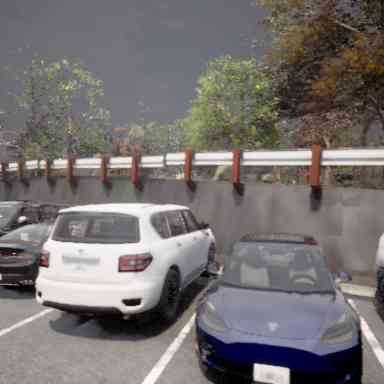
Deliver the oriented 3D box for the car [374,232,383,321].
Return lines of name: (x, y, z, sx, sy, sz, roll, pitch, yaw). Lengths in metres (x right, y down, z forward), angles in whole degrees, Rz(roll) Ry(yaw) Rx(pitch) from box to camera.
car: (3.933, 1.228, 4.021, 2.435, 2.045, 5.566, 0, -1, 16)

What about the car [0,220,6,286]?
car: (-3.452, 1.546, 9.314, 2.231, 1.521, 4.892, 0, -1, 16)

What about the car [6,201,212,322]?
car: (-0.969, 1.272, 7.595, 2.435, 2.045, 5.566, 0, -1, 15)

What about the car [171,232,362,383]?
car: (1.472, 1.531, 5.773, 2.163, 1.488, 4.792, 0, -1, 16)

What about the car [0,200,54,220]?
car: (-5.908, 1.315, 11.052, 2.435, 2.045, 5.566, 0, -1, 16)
